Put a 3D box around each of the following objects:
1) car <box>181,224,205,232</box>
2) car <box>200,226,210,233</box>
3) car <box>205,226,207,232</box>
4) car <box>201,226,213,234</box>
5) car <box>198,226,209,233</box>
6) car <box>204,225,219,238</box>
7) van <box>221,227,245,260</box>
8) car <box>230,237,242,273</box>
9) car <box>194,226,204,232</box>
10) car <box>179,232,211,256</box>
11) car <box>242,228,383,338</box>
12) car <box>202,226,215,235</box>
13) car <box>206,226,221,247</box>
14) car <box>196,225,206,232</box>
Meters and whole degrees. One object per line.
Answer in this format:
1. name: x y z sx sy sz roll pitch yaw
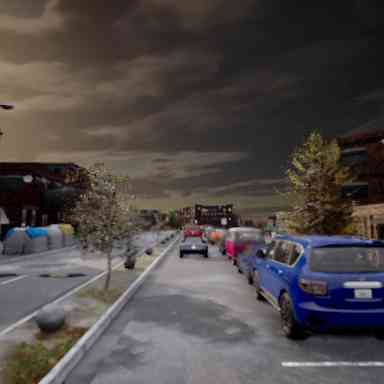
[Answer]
1. car: 0.122 5.022 41.152 2.150 2.045 5.566 0 -5 0
2. car: 2.922 8.421 74.430 2.002 1.452 4.674 0 -6 -1
3. car: 3.025 5.854 47.049 2.002 1.452 4.674 0 -5 0
4. car: 3.031 7.842 68.913 2.231 1.521 4.892 0 -5 0
5. car: 2.694 8.927 79.951 2.097 1.535 5.008 0 -6 -2
6. car: 3.028 6.192 52.534 2.185 1.767 4.553 0 -5 0
7. van: 3.007 3.101 19.573 1.878 1.987 4.442 0 -5 0
8. car: 3.004 2.872 13.929 2.002 1.452 4.674 0 -5 0
9. car: 1.857 10.061 91.114 2.163 1.488 4.792 0 -6 -5
10. car: 0.113 3.818 24.060 1.994 1.385 4.181 0 -5 0
11. car: 3.000 2.107 8.487 2.435 2.045 5.566 0 -5 0
12. car: 3.036 7.322 63.418 2.231 1.521 4.892 0 -5 0
13. car: 3.017 4.668 35.913 2.185 1.767 4.553 0 -5 0
14. car: 2.349 9.345 85.450 2.185 1.767 4.553 0 -6 -4
